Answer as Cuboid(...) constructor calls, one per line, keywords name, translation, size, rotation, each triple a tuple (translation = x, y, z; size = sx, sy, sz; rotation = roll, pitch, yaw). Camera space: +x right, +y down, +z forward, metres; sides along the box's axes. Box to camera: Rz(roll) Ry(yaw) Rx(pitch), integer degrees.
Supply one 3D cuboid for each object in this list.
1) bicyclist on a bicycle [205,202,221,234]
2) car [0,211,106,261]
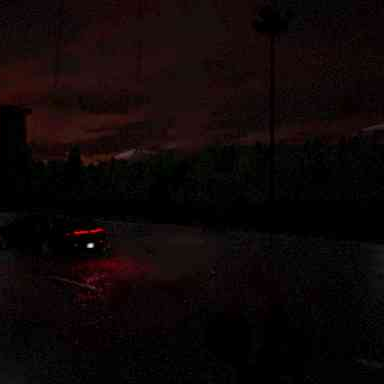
Cuboid(name="bicyclist on a bicycle", translation=(1.122, 1.373, 17.501), size=(0.582, 1.620, 1.656), rotation=(0, 0, 36))
Cuboid(name="car", translation=(-5.203, 1.441, 12.079), size=(4.892, 1.490, 1.837), rotation=(1, 0, 36))
